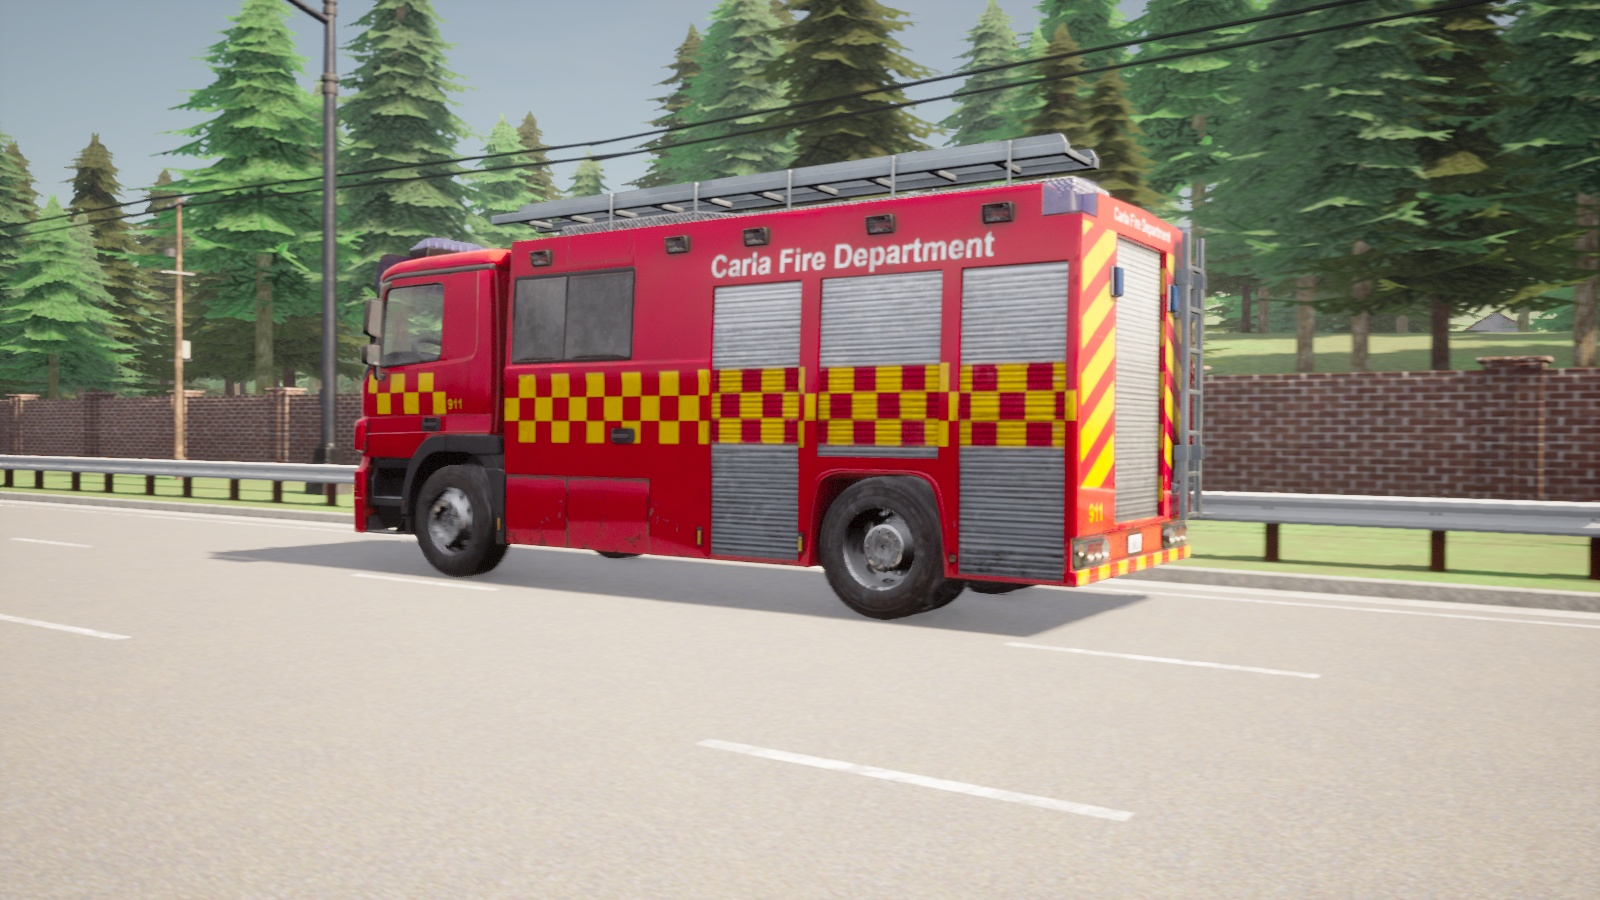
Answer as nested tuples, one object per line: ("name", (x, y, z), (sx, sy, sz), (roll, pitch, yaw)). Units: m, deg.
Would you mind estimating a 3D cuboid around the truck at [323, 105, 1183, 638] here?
("truck", (-0.857, -0.576, 12.573), (8.468, 3.827, 2.891), (0, 1, 34))
